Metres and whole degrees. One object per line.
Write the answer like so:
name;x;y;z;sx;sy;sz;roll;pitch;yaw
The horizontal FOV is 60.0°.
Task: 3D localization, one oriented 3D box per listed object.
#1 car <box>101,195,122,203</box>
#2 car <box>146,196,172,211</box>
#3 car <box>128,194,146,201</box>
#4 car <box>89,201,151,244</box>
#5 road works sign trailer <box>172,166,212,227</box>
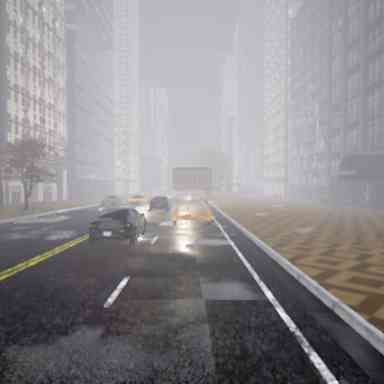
car;-9.825;1.061;40.859;1.812;1.442;4.674;0;1;0
car;-3.151;1.094;33.656;1.882;1.535;5.008;0;1;0
car;-6.577;1.014;40.702;1.882;1.535;5.008;0;1;0
car;-3.153;1.357;14.693;1.812;1.442;4.674;0;1;0
road works sign trailer;0.016;0.230;20.484;2.380;3.560;2.880;0;1;1
